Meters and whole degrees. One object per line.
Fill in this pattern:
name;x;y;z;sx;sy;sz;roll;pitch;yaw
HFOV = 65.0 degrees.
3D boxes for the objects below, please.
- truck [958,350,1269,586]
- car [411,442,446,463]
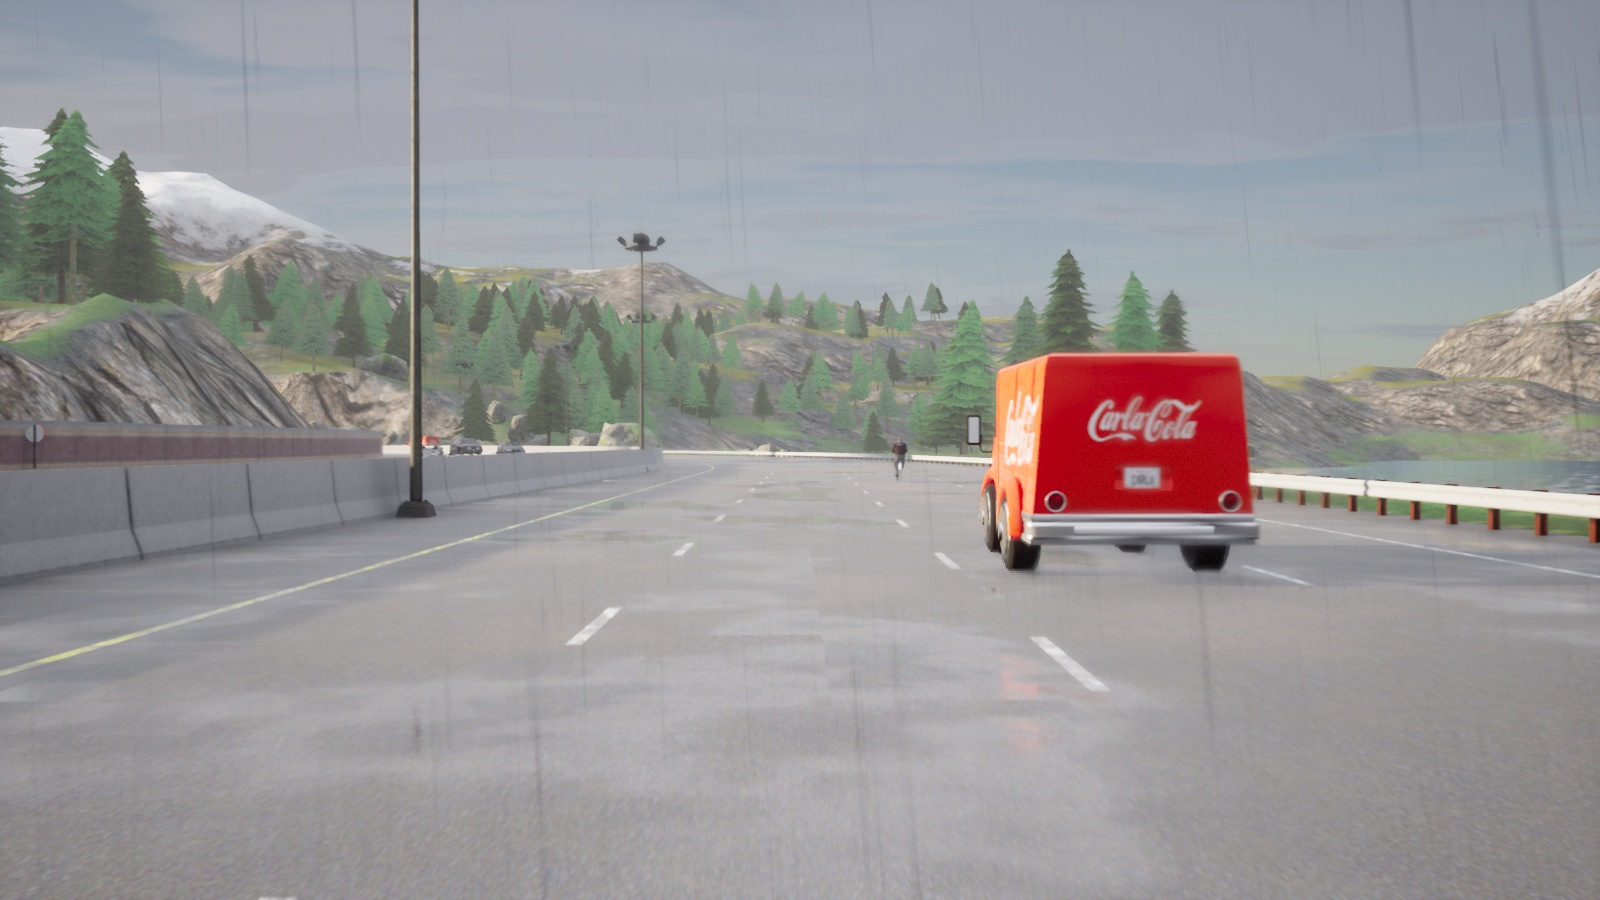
truck;3.607;0.174;15.745;2.627;2.467;5.204;0;0;0
car;-26.367;0.188;89.241;1.970;1.475;3.806;0;0;-11
